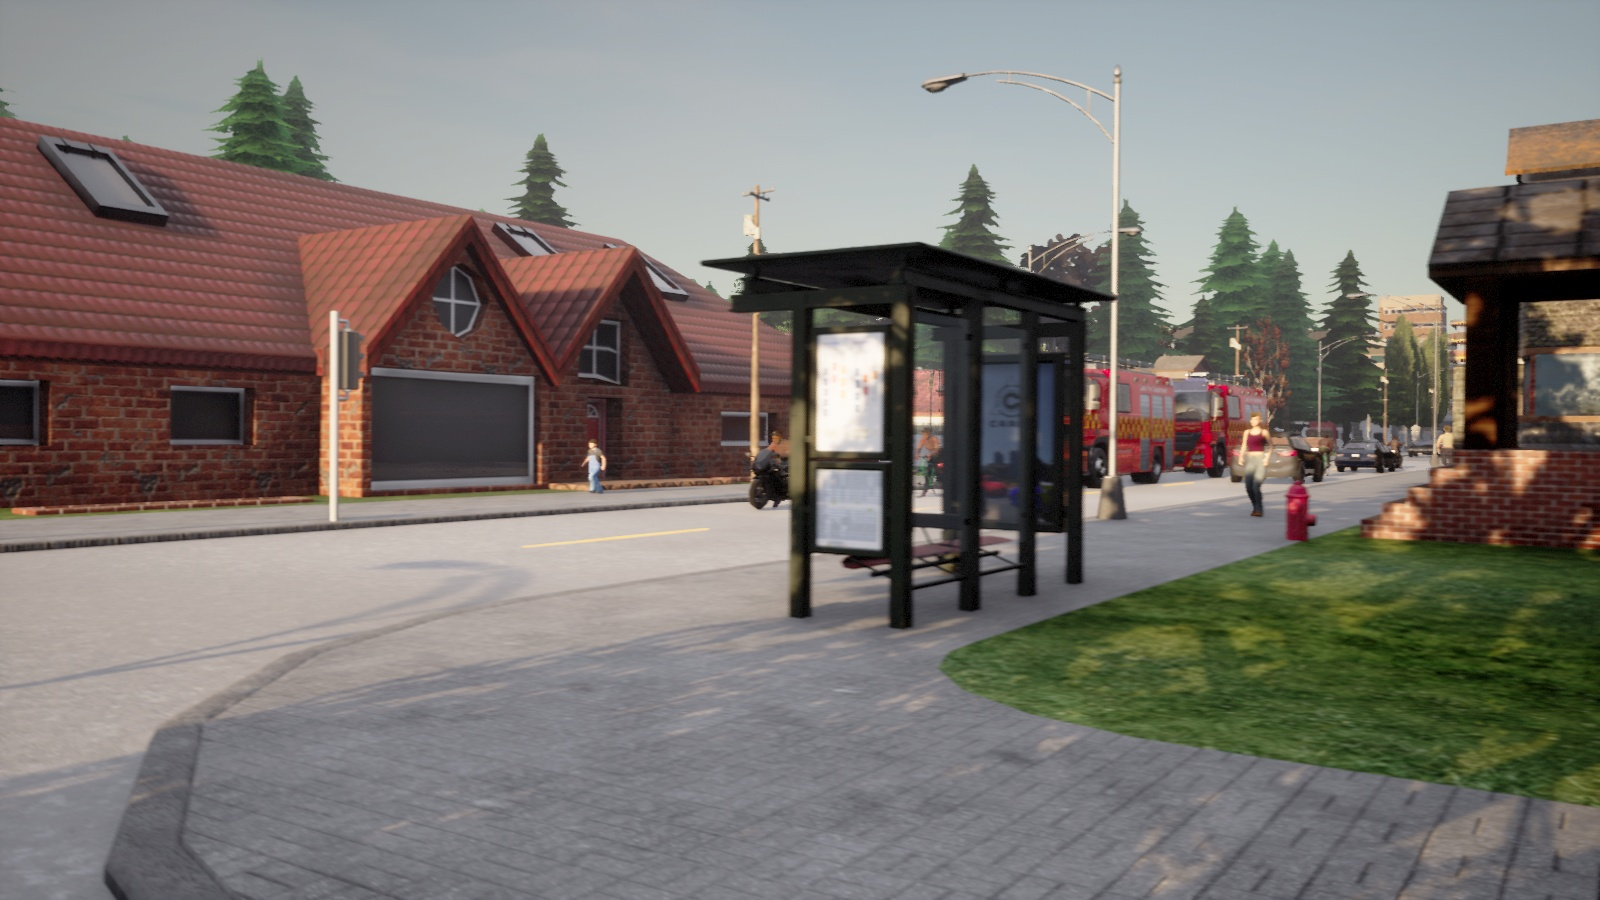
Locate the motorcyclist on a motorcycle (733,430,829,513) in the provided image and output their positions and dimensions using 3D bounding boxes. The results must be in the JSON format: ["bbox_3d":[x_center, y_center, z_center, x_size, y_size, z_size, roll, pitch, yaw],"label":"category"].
[{"bbox_3d":[-0.342,0.387,24.223,0.797,1.523,2.044,0,1,34],"label":"motorcyclist on a motorcycle"}]

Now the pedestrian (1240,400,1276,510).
[{"bbox_3d":[7.778,0.080,21.329,0.594,1.836,0.345,-1,1,-43],"label":"pedestrian"}]

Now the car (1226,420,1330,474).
[{"bbox_3d":[15.708,-0.129,41.125,2.242,1.667,4.611,0,1,34],"label":"car"}]

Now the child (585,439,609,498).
[{"bbox_3d":[-4.418,0.390,27.338,0.270,1.263,0.437,0,1,39],"label":"child"}]

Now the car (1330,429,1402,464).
[{"bbox_3d":[24.611,-0.187,54.507,2.033,1.411,5.357,0,1,34],"label":"car"}]

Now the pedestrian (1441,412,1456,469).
[{"bbox_3d":[21.165,-0.310,40.996,0.345,1.836,0.594,0,1,35],"label":"pedestrian"}]

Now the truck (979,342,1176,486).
[{"bbox_3d":[8.511,-1.021,37.531,2.891,3.827,8.468,0,1,34],"label":"truck"}]

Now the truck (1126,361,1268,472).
[{"bbox_3d":[15.227,-1.220,47.624,2.891,3.827,8.468,0,1,34],"label":"truck"}]
